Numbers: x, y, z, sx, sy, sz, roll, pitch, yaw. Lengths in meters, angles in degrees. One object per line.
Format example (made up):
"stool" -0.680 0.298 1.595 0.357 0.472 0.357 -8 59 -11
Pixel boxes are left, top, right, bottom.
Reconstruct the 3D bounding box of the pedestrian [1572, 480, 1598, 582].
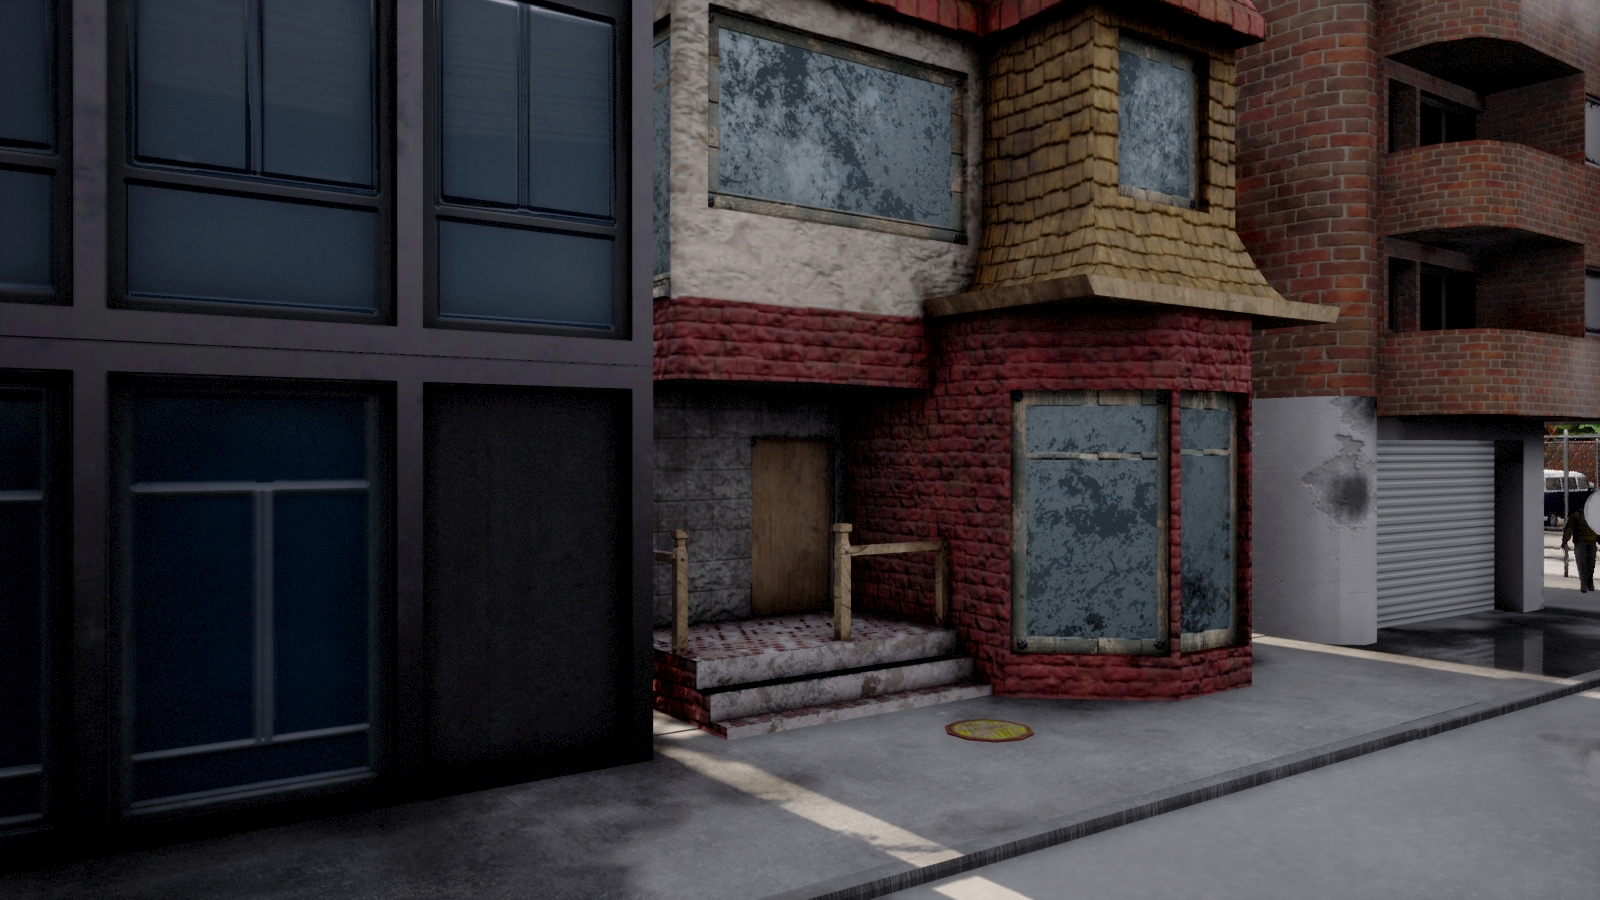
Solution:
"pedestrian" 14.710 1.506 21.408 0.375 1.860 0.375 0 0 30
